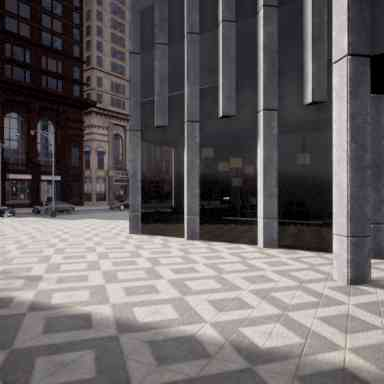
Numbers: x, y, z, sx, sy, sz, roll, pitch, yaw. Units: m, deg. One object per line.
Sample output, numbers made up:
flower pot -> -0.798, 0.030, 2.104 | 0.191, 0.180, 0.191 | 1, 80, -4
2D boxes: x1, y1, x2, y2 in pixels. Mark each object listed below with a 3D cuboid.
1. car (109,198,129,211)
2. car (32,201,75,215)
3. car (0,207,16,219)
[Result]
car -> -8.640, 1.600, 43.522 | 1.837, 1.490, 4.892 | 0, 0, 36
car -> -14.601, 1.630, 35.197 | 1.994, 1.385, 4.181 | 0, 0, 36
car -> -16.749, 1.541, 26.678 | 1.837, 1.490, 4.892 | 0, 0, 36
